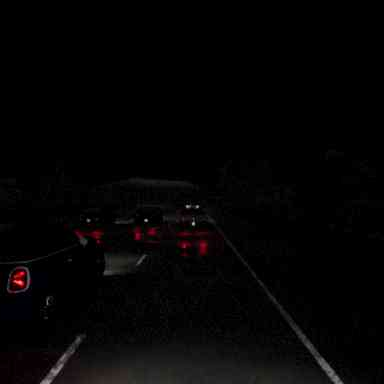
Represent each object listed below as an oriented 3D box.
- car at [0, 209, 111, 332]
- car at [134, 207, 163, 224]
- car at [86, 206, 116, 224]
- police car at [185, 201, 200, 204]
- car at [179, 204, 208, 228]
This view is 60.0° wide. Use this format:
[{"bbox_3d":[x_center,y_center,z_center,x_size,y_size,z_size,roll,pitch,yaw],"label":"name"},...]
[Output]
[{"bbox_3d":[-3.401,1.414,7.095,2.097,1.767,4.553,0,-1,0],"label":"car"},{"bbox_3d":[-3.402,1.834,26.889,1.895,1.301,4.718,0,0,0],"label":"car"},{"bbox_3d":[-6.901,1.738,24.486,1.812,1.442,4.674,0,0,0],"label":"car"},{"bbox_3d":[0.090,1.897,41.955,2.038,1.542,4.974,0,-1,0],"label":"police car"},{"bbox_3d":[0.098,1.807,23.842,1.895,1.301,4.718,0,0,0],"label":"car"}]
